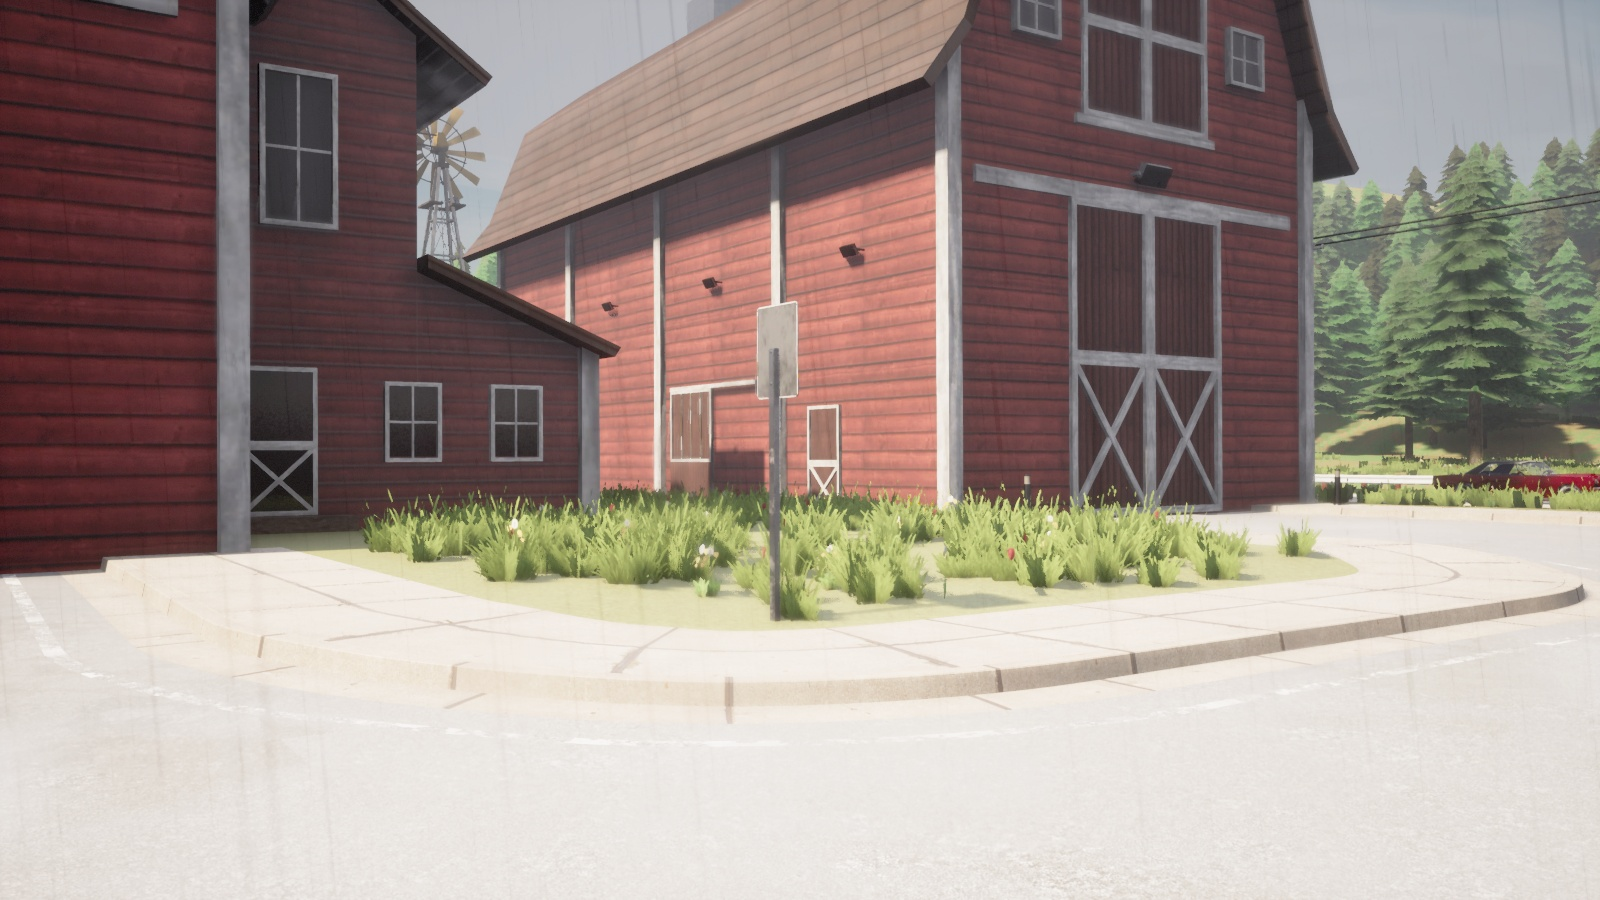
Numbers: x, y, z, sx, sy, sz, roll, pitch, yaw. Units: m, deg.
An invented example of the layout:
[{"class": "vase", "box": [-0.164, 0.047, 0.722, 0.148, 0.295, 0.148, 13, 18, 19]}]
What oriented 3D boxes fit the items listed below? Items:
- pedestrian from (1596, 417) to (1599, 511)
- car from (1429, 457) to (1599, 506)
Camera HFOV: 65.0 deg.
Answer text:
[{"class": "pedestrian", "box": [16.034, 0.268, 24.661, 0.614, 1.847, 0.353, -1, 0, 40]}, {"class": "car", "box": [20.995, 0.865, 36.269, 1.895, 1.301, 4.718, 0, 0, -34]}]
